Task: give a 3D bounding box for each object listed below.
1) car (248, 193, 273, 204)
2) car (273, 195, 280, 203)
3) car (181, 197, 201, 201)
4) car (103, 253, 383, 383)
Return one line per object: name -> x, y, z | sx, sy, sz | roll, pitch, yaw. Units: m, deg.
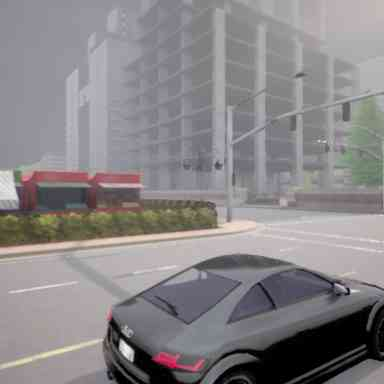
car -> 11.498, 1.043, 58.040 | 1.905, 1.878, 3.866 | 0, 0, -36
car -> 13.890, 1.038, 59.752 | 1.905, 1.878, 3.866 | 0, 0, -36
car -> 0.076, 1.400, 39.412 | 2.128, 1.511, 4.902 | 0, 0, -36
car -> 0.991, 1.559, 4.497 | 4.181, 1.385, 1.994 | 0, 0, -35
